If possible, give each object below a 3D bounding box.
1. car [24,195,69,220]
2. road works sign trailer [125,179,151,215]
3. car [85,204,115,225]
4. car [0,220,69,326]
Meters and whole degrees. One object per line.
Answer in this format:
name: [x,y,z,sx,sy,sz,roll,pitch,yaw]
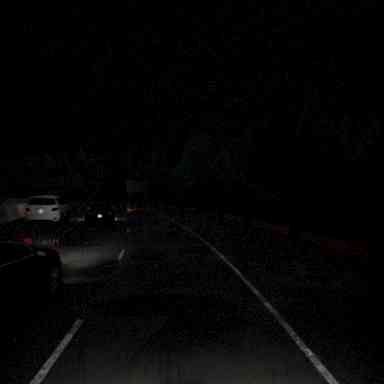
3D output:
car: [-9.896,1.233,22.992,2.150,2.045,5.566,0,0,-14]
road works sign trailer: [-5.603,0.457,33.832,2.380,3.560,2.880,0,0,-21]
car: [-6.649,1.566,24.174,1.994,1.385,4.181,0,0,-14]
car: [-3.766,1.498,5.605,2.128,1.511,4.902,0,0,-3]
